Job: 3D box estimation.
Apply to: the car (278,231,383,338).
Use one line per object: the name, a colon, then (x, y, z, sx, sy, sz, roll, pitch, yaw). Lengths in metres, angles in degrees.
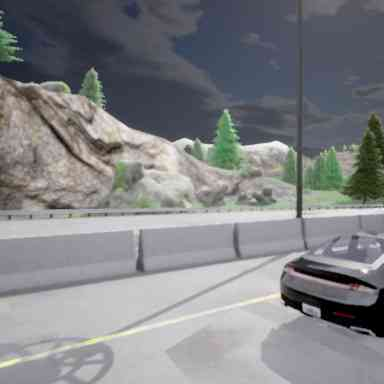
car: (3.746, 1.477, 6.073, 4.902, 1.511, 2.128, 0, 0, -33)
